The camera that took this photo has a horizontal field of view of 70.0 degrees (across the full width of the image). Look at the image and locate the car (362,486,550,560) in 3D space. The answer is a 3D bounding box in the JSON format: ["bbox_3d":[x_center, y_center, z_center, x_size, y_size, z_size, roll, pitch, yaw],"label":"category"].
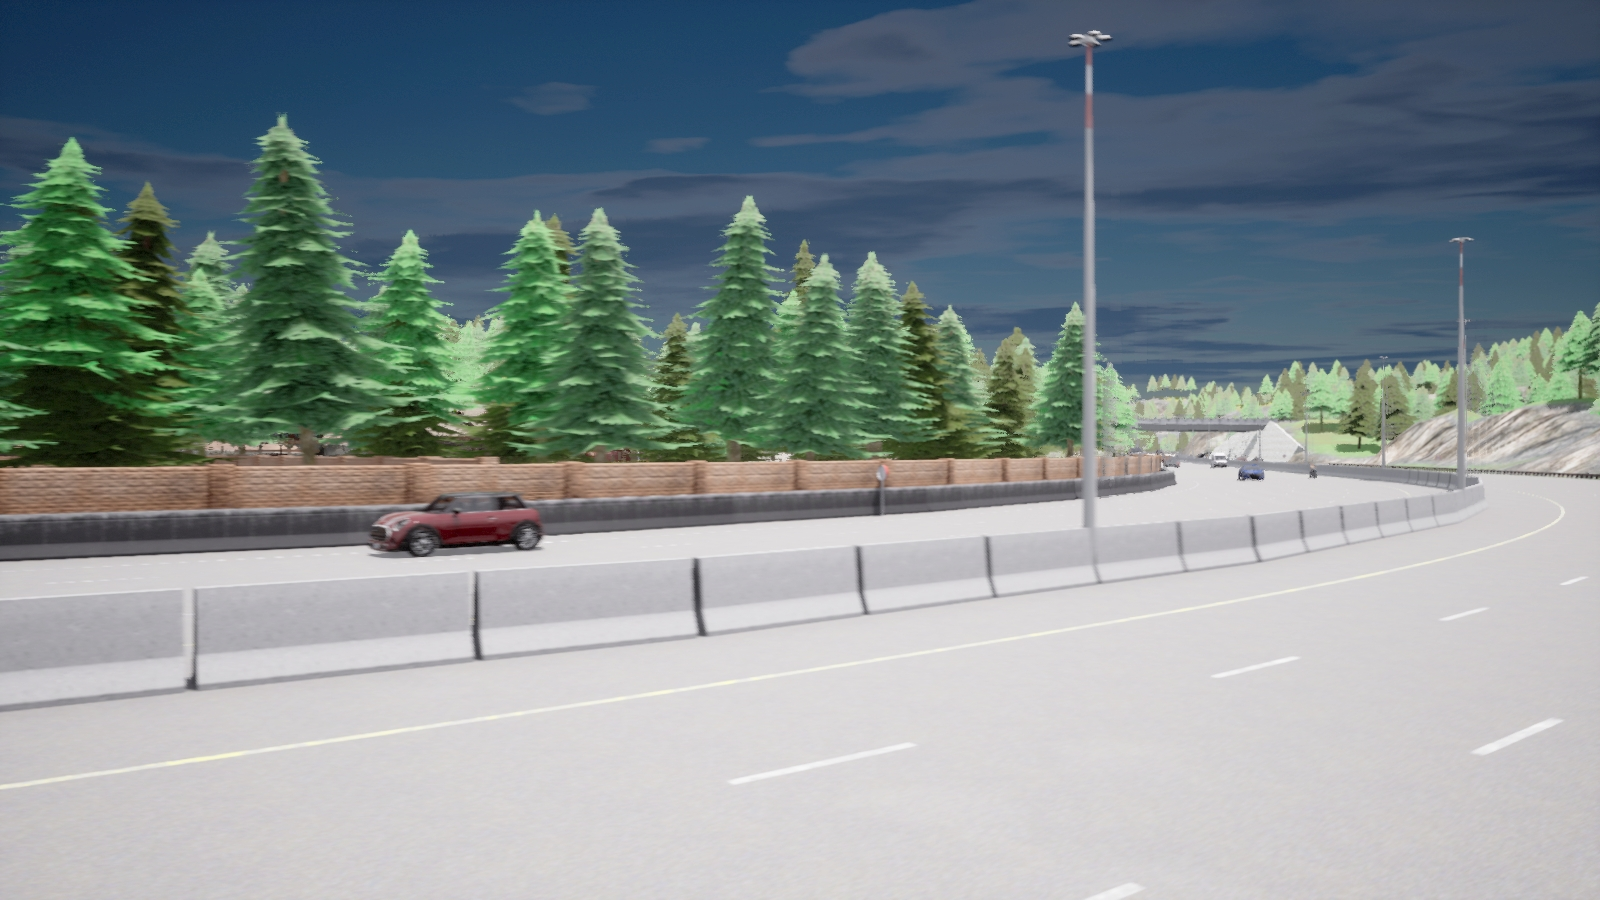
[{"bbox_3d":[-9.514,1.952,31.775,4.553,1.767,2.097,0,0,-39],"label":"car"}]
